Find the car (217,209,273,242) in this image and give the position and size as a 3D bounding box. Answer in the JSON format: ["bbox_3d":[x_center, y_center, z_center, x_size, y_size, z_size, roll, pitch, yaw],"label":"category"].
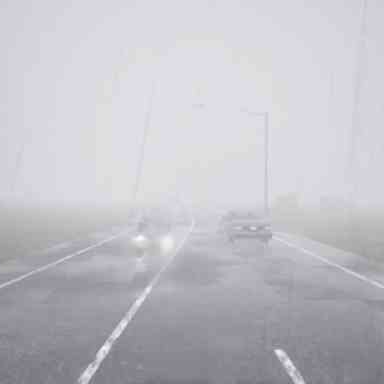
[{"bbox_3d":[2.427,1.560,16.299,2.033,1.411,5.357,0,0,-3],"label":"car"}]

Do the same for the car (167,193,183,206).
[{"bbox_3d":[-2.990,1.183,55.661,2.150,2.045,5.566,0,0,-3],"label":"car"}]

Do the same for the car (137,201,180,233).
[{"bbox_3d":[-1.971,1.505,19.729,1.812,1.442,4.674,1,0,3],"label":"car"}]
